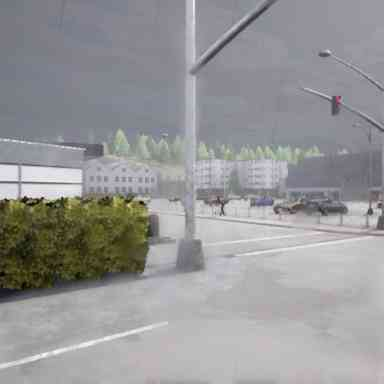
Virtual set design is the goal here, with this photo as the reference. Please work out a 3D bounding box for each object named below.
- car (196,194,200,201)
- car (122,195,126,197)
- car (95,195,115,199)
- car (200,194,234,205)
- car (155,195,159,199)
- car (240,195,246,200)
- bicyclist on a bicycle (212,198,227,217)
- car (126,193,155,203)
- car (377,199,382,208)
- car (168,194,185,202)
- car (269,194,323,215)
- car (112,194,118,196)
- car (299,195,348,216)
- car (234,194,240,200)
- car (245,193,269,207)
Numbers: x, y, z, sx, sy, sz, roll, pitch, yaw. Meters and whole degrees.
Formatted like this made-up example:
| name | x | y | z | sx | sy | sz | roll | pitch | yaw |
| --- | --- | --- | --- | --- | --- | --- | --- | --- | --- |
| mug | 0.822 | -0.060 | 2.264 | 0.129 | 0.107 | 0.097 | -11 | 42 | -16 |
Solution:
| name | x | y | z | sx | sy | sz | roll | pitch | yaw |
| --- | --- | --- | --- | --- | --- | --- | --- | --- | --- |
| car | 1.786 | 1.284 | 76.835 | 4.514 | 1.523 | 2.007 | 0 | 0 | -35 |
| car | -10.787 | 1.068 | 63.608 | 3.866 | 1.878 | 1.905 | 0 | 0 | -35 |
| car | -11.427 | 1.500 | 41.311 | 1.837 | 1.490 | 4.892 | 0 | 0 | -35 |
| car | 4.091 | 1.287 | 54.791 | 4.514 | 1.523 | 2.007 | 0 | 0 | -35 |
| car | -11.356 | 1.273 | 90.748 | 5.008 | 1.535 | 1.882 | 0 | 0 | -35 |
| car | 13.600 | 1.137 | 72.786 | 5.027 | 1.636 | 2.152 | 0 | 0 | -35 |
| bicyclist on a bicycle | 2.337 | 1.295 | 27.998 | 1.656 | 1.620 | 0.582 | 0 | 0 | -35 |
| car | -9.386 | 1.353 | 60.531 | 3.806 | 1.475 | 1.970 | 0 | 0 | -35 |
| car | 25.650 | 1.370 | 43.024 | 3.806 | 1.475 | 1.970 | 0 | 0 | -35 |
| car | -2.453 | 1.086 | 65.414 | 4.605 | 1.855 | 1.932 | 0 | 0 | -35 |
| car | 10.258 | 1.322 | 32.465 | 5.027 | 1.636 | 2.152 | 0 | 0 | -35 |
| car | -19.772 | 1.324 | 84.911 | 4.902 | 1.511 | 2.128 | 0 | 0 | -35 |
| car | 12.095 | 1.331 | 29.922 | 4.514 | 1.523 | 2.007 | 0 | 0 | -35 |
| car | 9.662 | 1.216 | 77.864 | 3.806 | 1.475 | 1.970 | 0 | 0 | -35 |
| car | 9.773 | 1.309 | 46.571 | 3.633 | 1.501 | 1.845 | 0 | 0 | -35 |
